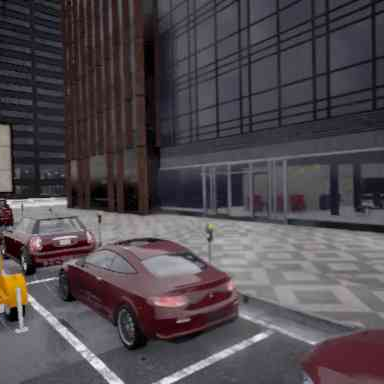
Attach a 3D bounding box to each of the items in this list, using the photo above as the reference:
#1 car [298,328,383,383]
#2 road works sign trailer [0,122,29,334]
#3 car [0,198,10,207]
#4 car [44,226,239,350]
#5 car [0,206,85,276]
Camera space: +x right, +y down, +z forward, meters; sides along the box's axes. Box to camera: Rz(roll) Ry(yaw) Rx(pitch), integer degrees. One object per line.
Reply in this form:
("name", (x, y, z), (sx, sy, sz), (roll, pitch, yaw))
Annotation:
("car", (2.533, 1.473, 1.597), (1.802, 1.307, 4.206), (-3, 2, -39))
("road works sign trailer", (-4.385, 0.463, 5.674), (2.380, 3.560, 2.880), (-2, 1, -39))
("car", (-11.701, 1.265, 19.080), (2.192, 1.841, 5.009), (-3, 2, -39))
("car", (-1.024, 1.486, 5.970), (1.802, 1.307, 4.206), (-3, 2, -39))
("car", (-4.585, 1.359, 10.339), (1.967, 1.590, 4.097), (-3, 2, -39))
